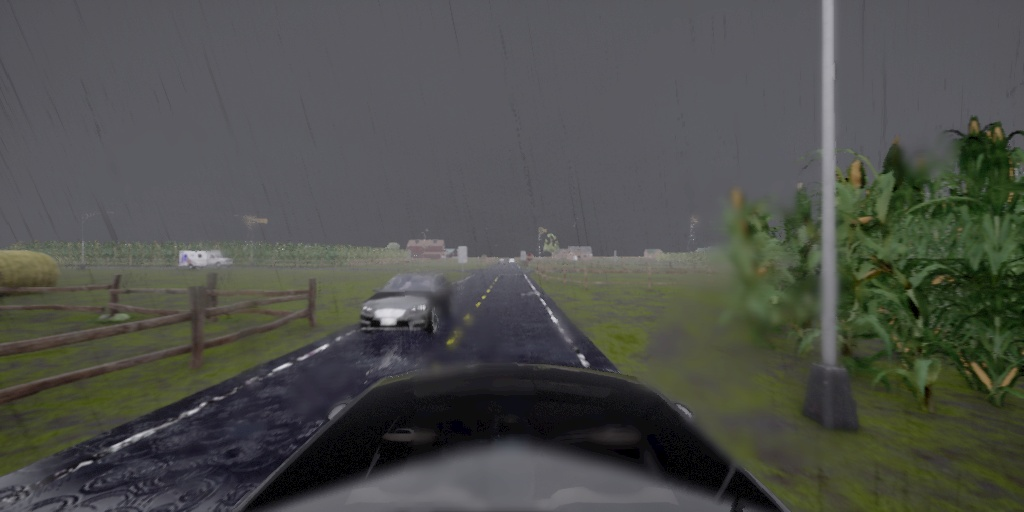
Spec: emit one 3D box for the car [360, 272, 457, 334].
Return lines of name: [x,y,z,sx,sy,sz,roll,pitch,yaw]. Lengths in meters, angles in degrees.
car: [-2.853,1.257,10.751,2.128,1.511,4.902,0,0,0]

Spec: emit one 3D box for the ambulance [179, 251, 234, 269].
ambulance: [-42.232,0.563,49.734,6.366,2.431,2.351,0,0,1]
